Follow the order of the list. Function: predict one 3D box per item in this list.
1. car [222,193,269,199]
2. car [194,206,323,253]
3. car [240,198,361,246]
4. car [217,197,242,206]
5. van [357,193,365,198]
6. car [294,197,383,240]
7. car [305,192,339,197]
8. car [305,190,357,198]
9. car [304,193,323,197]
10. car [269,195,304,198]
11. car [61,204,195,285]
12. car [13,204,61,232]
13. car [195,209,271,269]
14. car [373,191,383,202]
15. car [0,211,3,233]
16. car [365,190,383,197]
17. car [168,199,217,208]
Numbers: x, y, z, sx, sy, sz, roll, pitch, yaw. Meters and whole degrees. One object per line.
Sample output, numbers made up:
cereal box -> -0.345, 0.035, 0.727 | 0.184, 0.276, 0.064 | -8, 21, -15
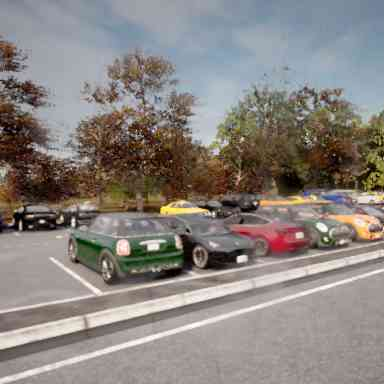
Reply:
car -> 3.850, 1.128, 30.335 | 2.435, 2.045, 5.566 | -1, 1, -35
car -> 2.357, 1.538, 13.331 | 2.163, 1.488, 4.792 | 0, 0, -35
car -> 4.639, 1.365, 14.929 | 2.185, 1.767, 4.553 | -1, 0, -35
car -> 1.581, 1.423, 28.721 | 2.097, 1.535, 5.008 | -1, 1, -35
van -> 17.733, 0.751, 39.867 | 1.878, 1.987, 4.442 | -2, 1, -35
car -> 6.917, 1.337, 16.522 | 2.185, 1.767, 4.553 | -1, 1, -35
car -> 13.001, 1.120, 36.927 | 1.946, 1.575, 5.366 | -2, 1, -35
car -> 15.400, 0.799, 38.343 | 2.435, 2.045, 5.566 | -2, 1, -35
car -> 10.728, 1.199, 35.104 | 2.097, 1.535, 5.008 | -2, 1, -35
car -> 8.423, 1.142, 33.537 | 2.185, 1.767, 4.553 | -1, 1, -35
car -> -2.178, 1.395, 10.086 | 2.185, 1.767, 4.553 | 0, 0, -35
car -> -9.837, 1.515, 20.722 | 2.097, 1.535, 5.008 | 0, 0, -35
car -> 0.106, 1.548, 11.685 | 2.163, 1.488, 4.792 | 0, 0, -35
car -> 29.061, 0.637, 47.966 | 2.163, 1.488, 4.792 | -2, 1, -35
car -> -12.124, 1.507, 19.123 | 2.097, 1.535, 5.008 | 0, 0, -35
car -> 22.233, 0.870, 43.159 | 2.002, 1.452, 4.674 | -2, 1, -35
car -> -0.595, 1.456, 26.966 | 1.946, 1.575, 5.366 | -1, 0, -35
